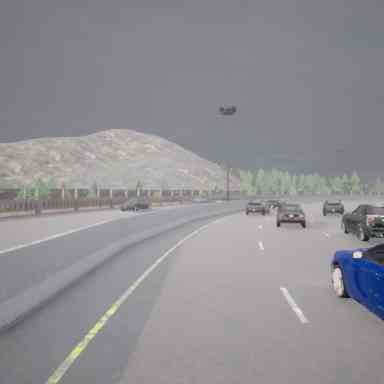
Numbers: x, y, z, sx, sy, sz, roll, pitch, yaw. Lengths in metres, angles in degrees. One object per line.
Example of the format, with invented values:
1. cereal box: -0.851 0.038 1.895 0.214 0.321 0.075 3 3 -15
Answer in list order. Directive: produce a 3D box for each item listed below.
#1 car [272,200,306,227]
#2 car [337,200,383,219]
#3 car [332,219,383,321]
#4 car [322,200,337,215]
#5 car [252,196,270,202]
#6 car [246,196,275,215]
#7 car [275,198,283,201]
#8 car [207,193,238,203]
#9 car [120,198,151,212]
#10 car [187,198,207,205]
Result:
1. car: 6.857 1.547 23.100 2.033 1.411 5.357 0 0 15
2. car: 8.904 1.351 16.287 2.097 1.767 4.553 0 0 11
3. car: 3.926 1.477 5.386 1.882 1.535 5.008 0 0 3
4. car: 14.079 1.490 33.089 2.128 1.511 4.902 0 0 23
5. car: 15.171 1.493 73.098 1.994 1.385 4.181 0 0 42
6. car: 6.660 1.491 33.390 2.128 1.511 4.902 0 0 21
7. car: 10.947 1.503 42.932 1.837 1.490 4.892 0 0 28
8. car: 4.639 1.220 46.338 2.150 2.045 5.566 0 0 28
9. car: -6.487 1.504 38.693 1.837 1.490 4.892 0 0 22
10. car: 1.013 1.524 46.893 1.812 1.442 4.674 0 0 28
